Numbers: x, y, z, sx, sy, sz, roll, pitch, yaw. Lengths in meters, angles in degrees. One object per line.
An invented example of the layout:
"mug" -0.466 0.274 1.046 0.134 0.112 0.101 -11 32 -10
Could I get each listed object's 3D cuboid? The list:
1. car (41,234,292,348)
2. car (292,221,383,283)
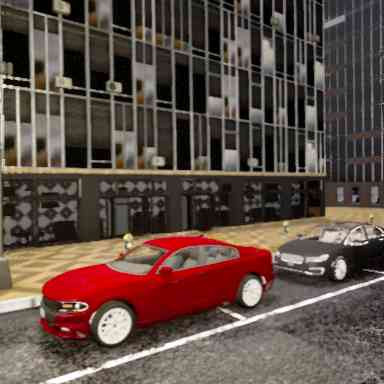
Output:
"car" -0.395 1.545 6.258 4.507 1.381 1.887 0 -1 -35
"car" 4.243 1.551 9.569 4.403 1.369 2.008 0 -1 -35
